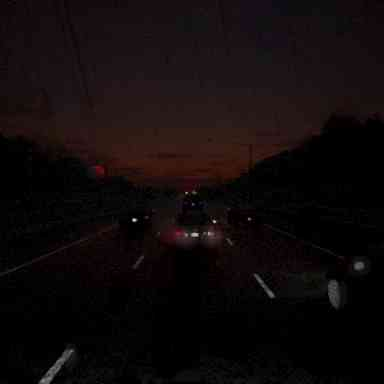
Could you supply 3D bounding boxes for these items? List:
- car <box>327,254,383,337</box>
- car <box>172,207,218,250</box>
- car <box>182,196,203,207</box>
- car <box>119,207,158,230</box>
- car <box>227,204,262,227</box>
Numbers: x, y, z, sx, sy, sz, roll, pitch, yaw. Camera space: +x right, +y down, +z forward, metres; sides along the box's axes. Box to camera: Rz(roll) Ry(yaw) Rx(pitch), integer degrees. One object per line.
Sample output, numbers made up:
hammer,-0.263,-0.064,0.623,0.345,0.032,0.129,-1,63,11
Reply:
car,3.600,1.495,4.642,1.882,1.535,5.008,0,0,0
car,0.101,1.601,14.514,2.033,1.411,5.357,0,0,0
car,0.100,1.415,37.329,2.150,2.045,5.566,0,-1,0
car,-3.400,1.645,21.652,1.994,1.385,4.181,0,0,0
car,3.599,1.567,23.380,1.882,1.535,5.008,0,0,0
